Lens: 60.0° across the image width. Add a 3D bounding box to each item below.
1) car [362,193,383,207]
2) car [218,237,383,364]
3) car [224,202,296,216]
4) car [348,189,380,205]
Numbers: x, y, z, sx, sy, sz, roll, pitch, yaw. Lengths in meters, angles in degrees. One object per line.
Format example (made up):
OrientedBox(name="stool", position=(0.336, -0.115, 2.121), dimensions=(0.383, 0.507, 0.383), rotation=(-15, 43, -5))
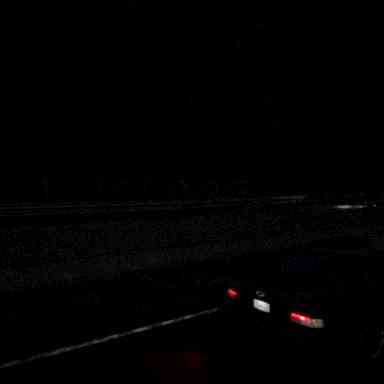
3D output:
OrientedBox(name="car", position=(20.222, 1.130, 34.866), dimensions=(4.181, 1.385, 1.994), rotation=(-1, 1, -34))
OrientedBox(name="car", position=(2.966, 1.532, 5.832), dimensions=(5.357, 1.411, 2.033), rotation=(0, 0, -35))
OrientedBox(name="car", position=(4.077, 1.393, 19.660), dimensions=(5.008, 1.535, 1.882), rotation=(-1, 0, -35))
OrientedBox(name="car", position=(23.119, 0.631, 44.344), dimensions=(5.566, 2.045, 2.150), rotation=(-2, 1, -37))
